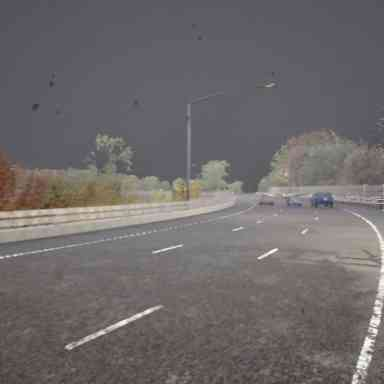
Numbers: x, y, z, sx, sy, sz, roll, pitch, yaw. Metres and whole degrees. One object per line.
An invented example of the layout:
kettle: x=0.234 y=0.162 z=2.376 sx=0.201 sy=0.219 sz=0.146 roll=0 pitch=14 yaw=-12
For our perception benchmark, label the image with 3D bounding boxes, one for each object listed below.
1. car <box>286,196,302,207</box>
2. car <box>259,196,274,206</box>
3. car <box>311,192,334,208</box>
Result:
car: x=14.005 y=1.260 z=45.715 sx=2.033 sy=1.411 sz=5.357 roll=0 pitch=0 yaw=12
car: x=10.877 y=1.234 z=48.346 sx=1.994 sy=1.385 sz=4.181 roll=0 pitch=0 yaw=10
car: x=17.159 y=0.971 z=43.899 sx=2.150 sy=2.045 sz=5.566 roll=0 pitch=0 yaw=13
